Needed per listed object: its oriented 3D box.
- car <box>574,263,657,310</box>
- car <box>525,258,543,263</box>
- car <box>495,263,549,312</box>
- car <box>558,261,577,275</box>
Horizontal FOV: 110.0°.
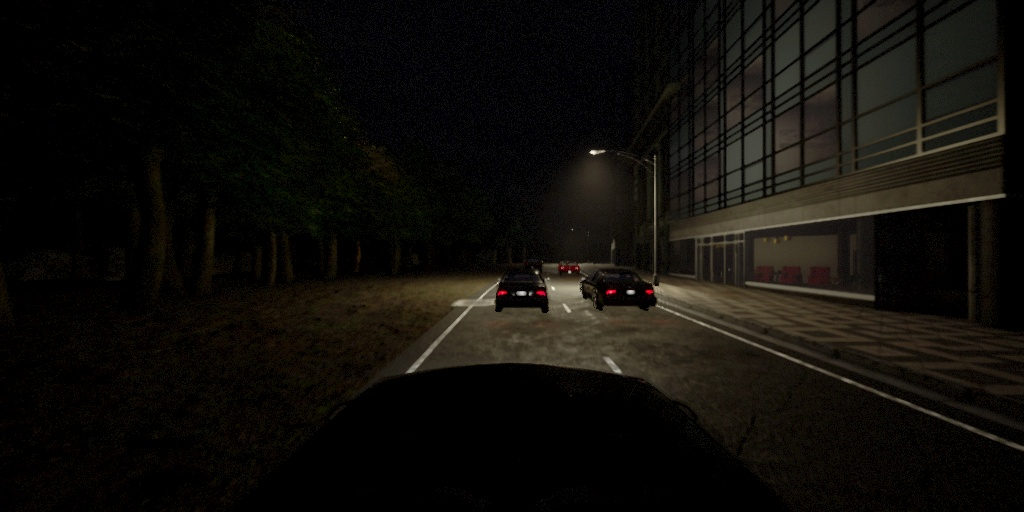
[{"bbox_3d":[3.892,1.181,13.960,2.033,1.411,5.357,0,0,2],"label":"car"},{"bbox_3d":[2.379,0.965,39.334,1.882,1.535,5.008,0,0,6],"label":"car"},{"bbox_3d":[0.391,1.180,13.619,2.033,1.411,5.357,0,1,2],"label":"car"},{"bbox_3d":[5.297,1.108,33.811,1.895,1.301,4.718,0,0,6],"label":"car"}]
